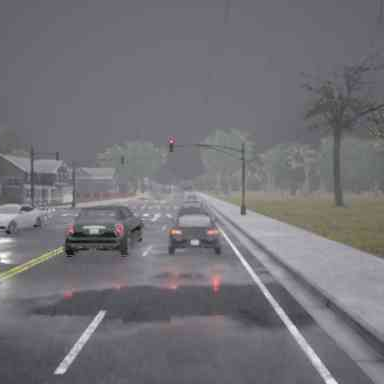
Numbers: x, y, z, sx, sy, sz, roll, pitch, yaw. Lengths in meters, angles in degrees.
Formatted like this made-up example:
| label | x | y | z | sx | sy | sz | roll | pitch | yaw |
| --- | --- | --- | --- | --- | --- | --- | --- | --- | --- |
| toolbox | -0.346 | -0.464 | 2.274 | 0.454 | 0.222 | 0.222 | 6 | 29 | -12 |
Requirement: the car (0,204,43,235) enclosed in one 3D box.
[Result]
| label | x | y | z | sx | sy | sz | roll | pitch | yaw |
| --- | --- | --- | --- | --- | --- | --- | --- | --- | --- |
| car | -9.827 | 1.393 | 18.165 | 1.812 | 1.442 | 4.674 | 0 | 0 | 0 |

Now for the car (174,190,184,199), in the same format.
| label | x | y | z | sx | sy | sz | roll | pitch | yaw |
| --- | --- | --- | --- | --- | --- | --- | --- | --- | --- |
| car | -3.282 | 0.738 | 79.650 | 2.097 | 1.767 | 4.553 | 0 | 0 | 0 |

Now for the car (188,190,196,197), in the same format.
| label | x | y | z | sx | sy | sz | roll | pitch | yaw |
| --- | --- | --- | --- | --- | --- | --- | --- | --- | --- |
| car | -0.036 | 0.384 | 89.713 | 2.150 | 2.045 | 5.566 | 0 | 0 | 0 |

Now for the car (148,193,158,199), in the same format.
| label | x | y | z | sx | sy | sz | roll | pitch | yaw |
| --- | --- | --- | --- | --- | --- | --- | --- | --- | --- |
| car | -9.783 | 0.898 | 83.243 | 1.994 | 1.385 | 4.181 | 0 | 0 | 0 |

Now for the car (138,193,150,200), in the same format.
| label | x | y | z | sx | sy | sz | roll | pitch | yaw |
| --- | --- | --- | --- | --- | --- | --- | --- | --- | --- |
| car | -9.777 | 0.964 | 67.635 | 1.882 | 1.535 | 5.008 | 0 | 1 | 0 |

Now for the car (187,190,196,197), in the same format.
| label | x | y | z | sx | sy | sz | roll | pitch | yaw |
| --- | --- | --- | --- | --- | --- | --- | --- | --- | --- |
| car | -0.032 | 0.935 | 79.683 | 1.994 | 1.385 | 4.181 | 0 | 0 | 0 |

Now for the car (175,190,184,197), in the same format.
| label | x | y | z | sx | sy | sz | roll | pitch | yaw |
| --- | --- | --- | --- | --- | --- | --- | --- | --- | --- |
| car | -3.286 | 0.384 | 89.712 | 2.150 | 2.045 | 5.566 | 0 | 0 | 0 |

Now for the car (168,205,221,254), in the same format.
| label | x | y | z | sx | sy | sz | roll | pitch | yaw |
| --- | --- | --- | --- | --- | --- | --- | --- | --- | --- |
| car | 0.094 | 1.432 | 12.943 | 1.812 | 1.442 | 4.674 | 0 | 0 | 0 |

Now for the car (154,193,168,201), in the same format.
| label | x | y | z | sx | sy | sz | roll | pitch | yaw |
| --- | --- | --- | --- | --- | --- | --- | --- | --- | --- |
| car | -6.528 | 0.985 | 67.704 | 1.837 | 1.490 | 4.892 | 0 | 1 | 0 |

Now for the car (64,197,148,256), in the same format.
| label | x | y | z | sx | sy | sz | roll | pitch | yaw |
| --- | --- | --- | --- | --- | --- | --- | --- | --- | --- |
| car | -3.157 | 1.259 | 12.856 | 2.097 | 1.767 | 4.553 | 0 | 1 | 0 |

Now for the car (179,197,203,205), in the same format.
| label | x | y | z | sx | sy | sz | roll | pitch | yaw |
| --- | --- | --- | --- | --- | --- | --- | --- | --- | --- |
| car | 0.024 | 1.345 | 22.072 | 1.837 | 1.490 | 4.892 | 0 | 0 | 1 |
